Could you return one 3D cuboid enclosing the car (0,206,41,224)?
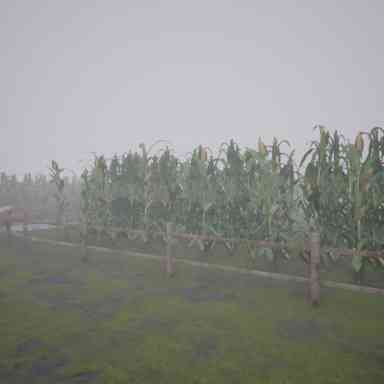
[{"bbox_3d":[-12.993,1.663,23.478,1.994,1.385,4.181,-1,-1,37],"label":"car"}]
